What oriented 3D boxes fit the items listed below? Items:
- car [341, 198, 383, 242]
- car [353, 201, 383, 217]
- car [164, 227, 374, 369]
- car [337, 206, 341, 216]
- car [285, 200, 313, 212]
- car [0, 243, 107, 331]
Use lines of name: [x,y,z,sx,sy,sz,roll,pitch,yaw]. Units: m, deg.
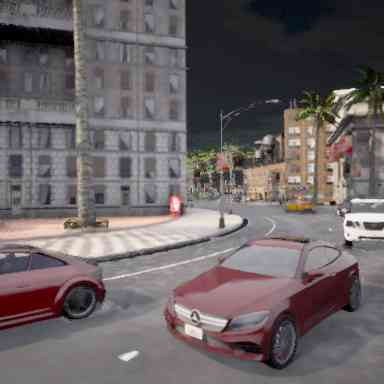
car: [8.357,1.325,15.549,2.150,2.045,5.566,-1,-1,26]
car: [19.302,1.758,35.637,1.812,1.442,4.674,0,-1,-1]
car: [1.602,1.579,6.061,1.812,1.442,4.674,-1,-1,43]
car: [15.806,1.730,32.518,1.837,1.490,4.892,0,0,3]
car: [14.506,1.836,45.403,1.882,1.535,5.008,0,0,-12]
car: [-3.685,1.649,5.860,4.181,1.385,1.994,0,-1,-39]
